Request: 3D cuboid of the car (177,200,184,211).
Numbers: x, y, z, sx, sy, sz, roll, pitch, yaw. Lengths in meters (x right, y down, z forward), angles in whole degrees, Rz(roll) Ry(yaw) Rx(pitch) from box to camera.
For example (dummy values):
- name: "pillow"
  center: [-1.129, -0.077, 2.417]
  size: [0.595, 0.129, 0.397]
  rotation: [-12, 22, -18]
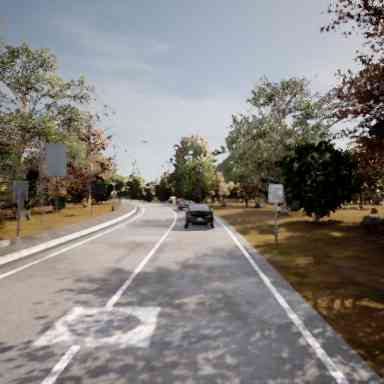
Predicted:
- name: "car"
  center: [-0.868, 1.718, 42.803]
  size: [1.895, 1.301, 4.718]
  rotation: [1, 0, -8]

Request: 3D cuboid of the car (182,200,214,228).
- name: "car"
  center: [0.470, 1.535, 22.945]
  size: [1.882, 1.535, 5.008]
  rotation: [0, 0, 0]
